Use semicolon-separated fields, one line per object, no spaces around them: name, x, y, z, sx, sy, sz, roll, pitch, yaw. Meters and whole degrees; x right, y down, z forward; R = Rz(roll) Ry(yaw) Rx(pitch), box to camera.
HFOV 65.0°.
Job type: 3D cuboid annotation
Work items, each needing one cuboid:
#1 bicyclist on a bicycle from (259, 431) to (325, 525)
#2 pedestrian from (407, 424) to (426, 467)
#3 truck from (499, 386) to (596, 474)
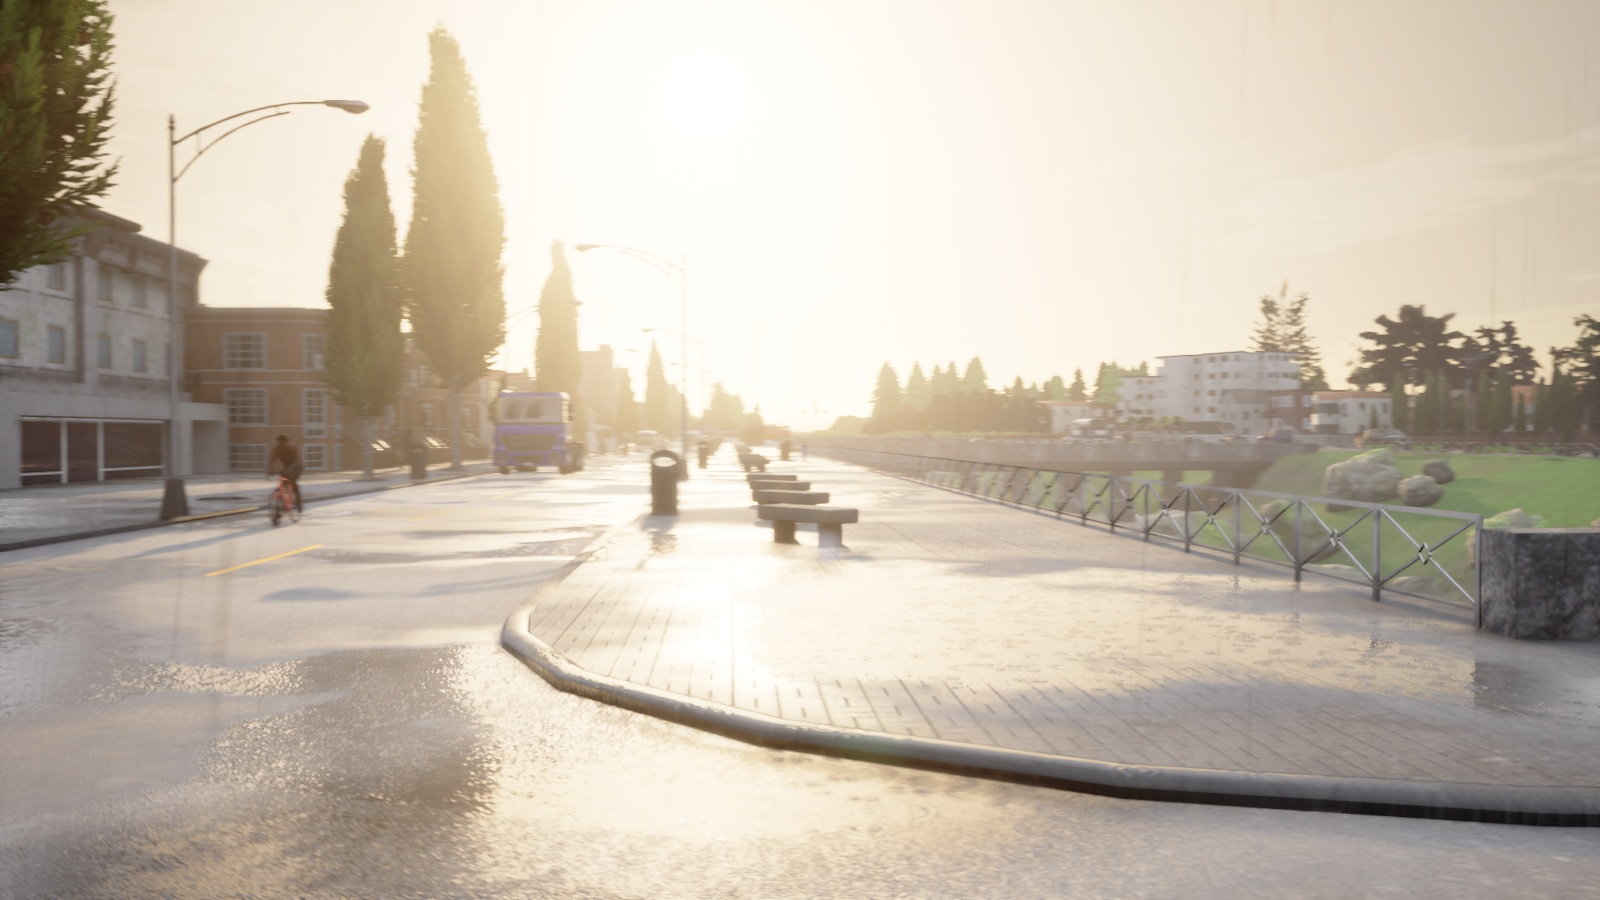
bicyclist on a bicycle;-9.067;0.469;22.478;0.582;1.620;1.656;0;1;-3
pedestrian;-16.805;-0.200;55.069;0.726;1.835;0.370;0;1;5
truck;-10.565;-0.841;53.358;2.891;3.462;7.936;0;1;-3
